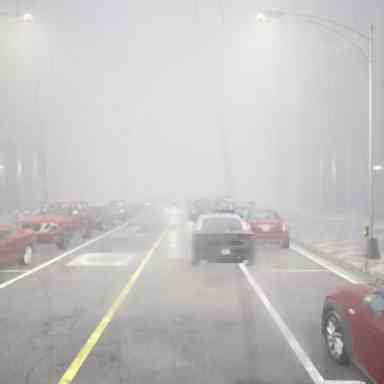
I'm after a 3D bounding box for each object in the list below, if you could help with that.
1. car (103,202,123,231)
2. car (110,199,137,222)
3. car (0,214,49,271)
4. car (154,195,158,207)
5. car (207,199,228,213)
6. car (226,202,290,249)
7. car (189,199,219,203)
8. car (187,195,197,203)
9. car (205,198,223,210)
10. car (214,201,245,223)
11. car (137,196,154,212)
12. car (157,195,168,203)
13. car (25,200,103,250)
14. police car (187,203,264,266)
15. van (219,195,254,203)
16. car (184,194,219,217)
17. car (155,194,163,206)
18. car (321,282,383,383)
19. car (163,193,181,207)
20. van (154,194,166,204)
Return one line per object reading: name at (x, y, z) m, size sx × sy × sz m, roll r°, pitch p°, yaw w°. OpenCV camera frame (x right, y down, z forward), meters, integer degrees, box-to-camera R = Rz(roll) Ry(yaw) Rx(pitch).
car at (-5.751, 1.511, 19.989) m, size 1.947 × 1.339 × 4.313 m, roll 0°, pitch 0°, yaw 0°
car at (-5.748, 1.370, 25.625) m, size 1.967 × 1.590 × 4.097 m, roll 0°, pitch 0°, yaw 0°
car at (-5.756, 1.521, 8.716) m, size 1.887 × 1.381 × 4.507 m, roll 0°, pitch 0°, yaw 0°
car at (-5.741, 1.410, 42.363) m, size 1.752 × 1.417 × 4.829 m, roll 0°, pitch 0°, yaw 0°
car at (2.781, 1.465, 36.905) m, size 1.947 × 1.339 × 4.313 m, roll 0°, pitch 0°, yaw 0°
car at (2.772, 1.400, 14.357) m, size 1.967 × 1.590 × 4.097 m, roll 0°, pitch 0°, yaw 0°
car at (0.910, 1.446, 21.429) m, size 1.837 × 1.490 × 4.892 m, roll 0°, pitch 0°, yaw 0°
car at (0.029, 1.375, 67.054) m, size 1.994 × 1.385 × 4.181 m, roll 0°, pitch 0°, yaw 0°
car at (2.783, 1.449, 42.541) m, size 1.947 × 1.339 × 4.313 m, roll 0°, pitch 0°, yaw 0°
car at (2.776, 1.474, 25.631) m, size 1.887 × 1.381 × 4.507 m, roll 0°, pitch 0°, yaw 0°
car at (-5.744, 1.450, 36.897) m, size 2.008 × 1.369 × 4.403 m, roll 0°, pitch 0°, yaw 0°
car at (-5.732, 1.350, 64.908) m, size 1.752 × 1.417 × 4.829 m, roll 0°, pitch 0°, yaw 0°
car at (-5.753, 1.276, 14.351) m, size 2.192 × 1.841 × 5.009 m, roll 0°, pitch 0°, yaw 0°
police car at (0.905, 1.393, 11.539) m, size 1.930 × 1.638 × 5.238 m, roll 0°, pitch 0°, yaw 0°
van at (2.775, 1.286, 19.994) m, size 1.690 × 1.788 × 3.998 m, roll 0°, pitch 0°, yaw 0°
car at (0.662, 1.277, 27.308) m, size 2.097 × 1.767 × 4.553 m, roll 0°, pitch 0°, yaw -5°
car at (-5.739, 1.309, 48.169) m, size 1.967 × 1.590 × 4.097 m, roll 0°, pitch 0°, yaw 0°
car at (2.767, 1.431, 3.084) m, size 1.967 × 1.590 × 4.097 m, roll 0°, pitch 0°, yaw 0°
car at (-2.988, 1.361, 48.544) m, size 2.128 × 1.511 × 4.902 m, roll 0°, pitch 0°, yaw 0°
van at (-5.734, 1.180, 59.442) m, size 1.690 × 1.788 × 3.998 m, roll 0°, pitch 0°, yaw 0°
